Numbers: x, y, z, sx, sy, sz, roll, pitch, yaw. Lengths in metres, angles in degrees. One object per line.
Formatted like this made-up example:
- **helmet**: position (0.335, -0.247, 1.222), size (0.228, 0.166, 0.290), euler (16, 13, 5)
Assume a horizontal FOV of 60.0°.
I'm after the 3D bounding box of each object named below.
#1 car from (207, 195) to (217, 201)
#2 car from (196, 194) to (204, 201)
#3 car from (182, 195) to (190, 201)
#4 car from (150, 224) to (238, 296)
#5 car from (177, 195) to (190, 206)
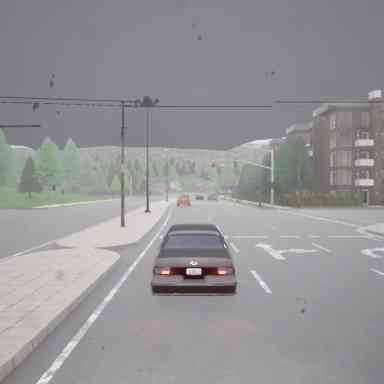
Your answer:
- **car**: position (5.483, 1.539, 85.414), size (2.033, 1.411, 5.357), euler (0, 0, 0)
- **car**: position (1.983, 1.477, 85.406), size (1.882, 1.535, 5.008), euler (0, 0, 0)
- **car**: position (-1.517, 1.523, 85.368), size (1.812, 1.442, 4.674), euler (0, 0, 0)
- **car**: position (0.043, 1.547, 8.798), size (2.033, 1.411, 5.357), euler (0, 0, 0)
- **car**: position (-1.354, 1.352, 54.543), size (2.097, 1.767, 4.553), euler (0, 0, -1)
